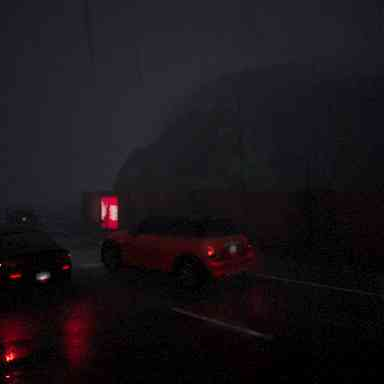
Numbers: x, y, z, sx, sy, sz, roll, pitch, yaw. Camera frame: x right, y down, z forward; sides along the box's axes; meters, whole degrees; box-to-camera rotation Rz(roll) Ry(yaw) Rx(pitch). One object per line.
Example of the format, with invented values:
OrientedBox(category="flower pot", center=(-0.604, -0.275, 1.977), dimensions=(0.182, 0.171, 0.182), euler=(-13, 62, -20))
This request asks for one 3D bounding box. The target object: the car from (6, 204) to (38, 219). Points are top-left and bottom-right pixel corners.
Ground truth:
OrientedBox(category="car", center=(-12.233, 1.611, 23.916), dimensions=(1.812, 1.442, 4.674), euler=(0, 0, -30))

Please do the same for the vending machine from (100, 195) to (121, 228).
OrientedBox(category="vending machine", center=(-5.419, 1.285, 22.014), dimensions=(1.100, 2.100, 0.880), euler=(0, 0, -35))

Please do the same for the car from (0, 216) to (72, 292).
OrientedBox(category="car", center=(-4.738, 1.556, 8.437), dimensions=(4.674, 1.442, 1.812), euler=(0, 0, 43))

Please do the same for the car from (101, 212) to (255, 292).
OrientedBox(category="car", center=(-0.600, 1.394, 9.367), dimensions=(4.553, 1.767, 2.097), euler=(0, 0, 42))
